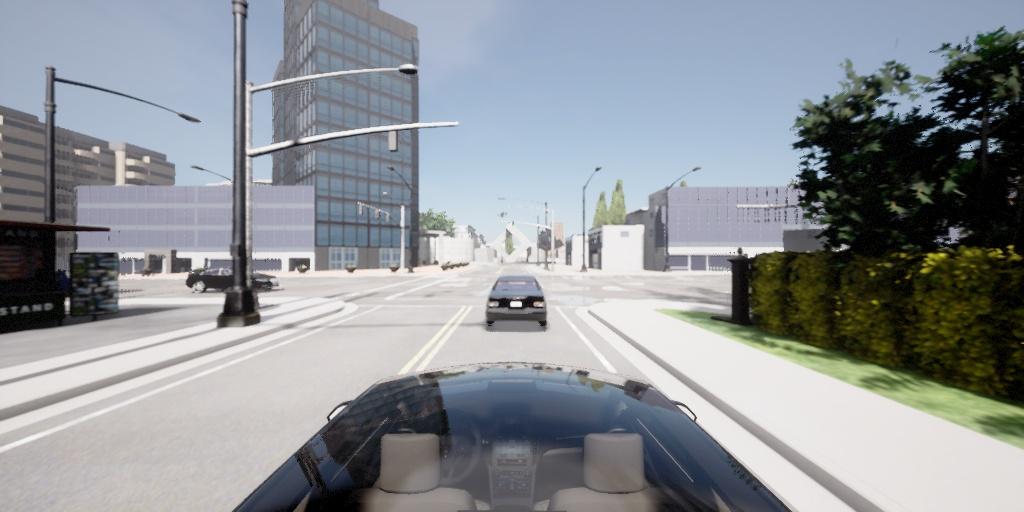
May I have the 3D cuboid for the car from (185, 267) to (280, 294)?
[{"bbox_3d":[-16.676,1.411,21.543,4.902,1.511,2.128,-1,0,0],"label":"car"}]

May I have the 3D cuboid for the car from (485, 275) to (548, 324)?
[{"bbox_3d":[0.164,1.330,12.004,2.033,1.411,5.357,0,0,1],"label":"car"}]

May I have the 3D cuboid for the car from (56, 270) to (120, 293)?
[{"bbox_3d":[-26.487,1.564,21.466,4.674,1.442,1.812,-1,0,0],"label":"car"}]
